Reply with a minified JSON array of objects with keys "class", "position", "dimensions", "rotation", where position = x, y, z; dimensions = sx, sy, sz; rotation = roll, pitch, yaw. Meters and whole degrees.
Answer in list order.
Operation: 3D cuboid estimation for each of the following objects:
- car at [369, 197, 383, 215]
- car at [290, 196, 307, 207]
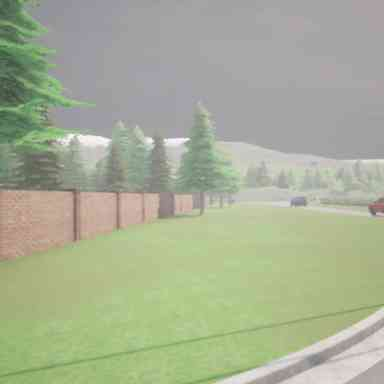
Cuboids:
[{"class":"car","position":[20.223,1.478,34.025],"dimensions":[2.150,2.045,5.566],"rotation":[0,-1,6]},{"class":"car","position":[21.248,1.892,66.202],"dimensions":[2.150,2.045,5.566],"rotation":[-1,-1,3]}]
